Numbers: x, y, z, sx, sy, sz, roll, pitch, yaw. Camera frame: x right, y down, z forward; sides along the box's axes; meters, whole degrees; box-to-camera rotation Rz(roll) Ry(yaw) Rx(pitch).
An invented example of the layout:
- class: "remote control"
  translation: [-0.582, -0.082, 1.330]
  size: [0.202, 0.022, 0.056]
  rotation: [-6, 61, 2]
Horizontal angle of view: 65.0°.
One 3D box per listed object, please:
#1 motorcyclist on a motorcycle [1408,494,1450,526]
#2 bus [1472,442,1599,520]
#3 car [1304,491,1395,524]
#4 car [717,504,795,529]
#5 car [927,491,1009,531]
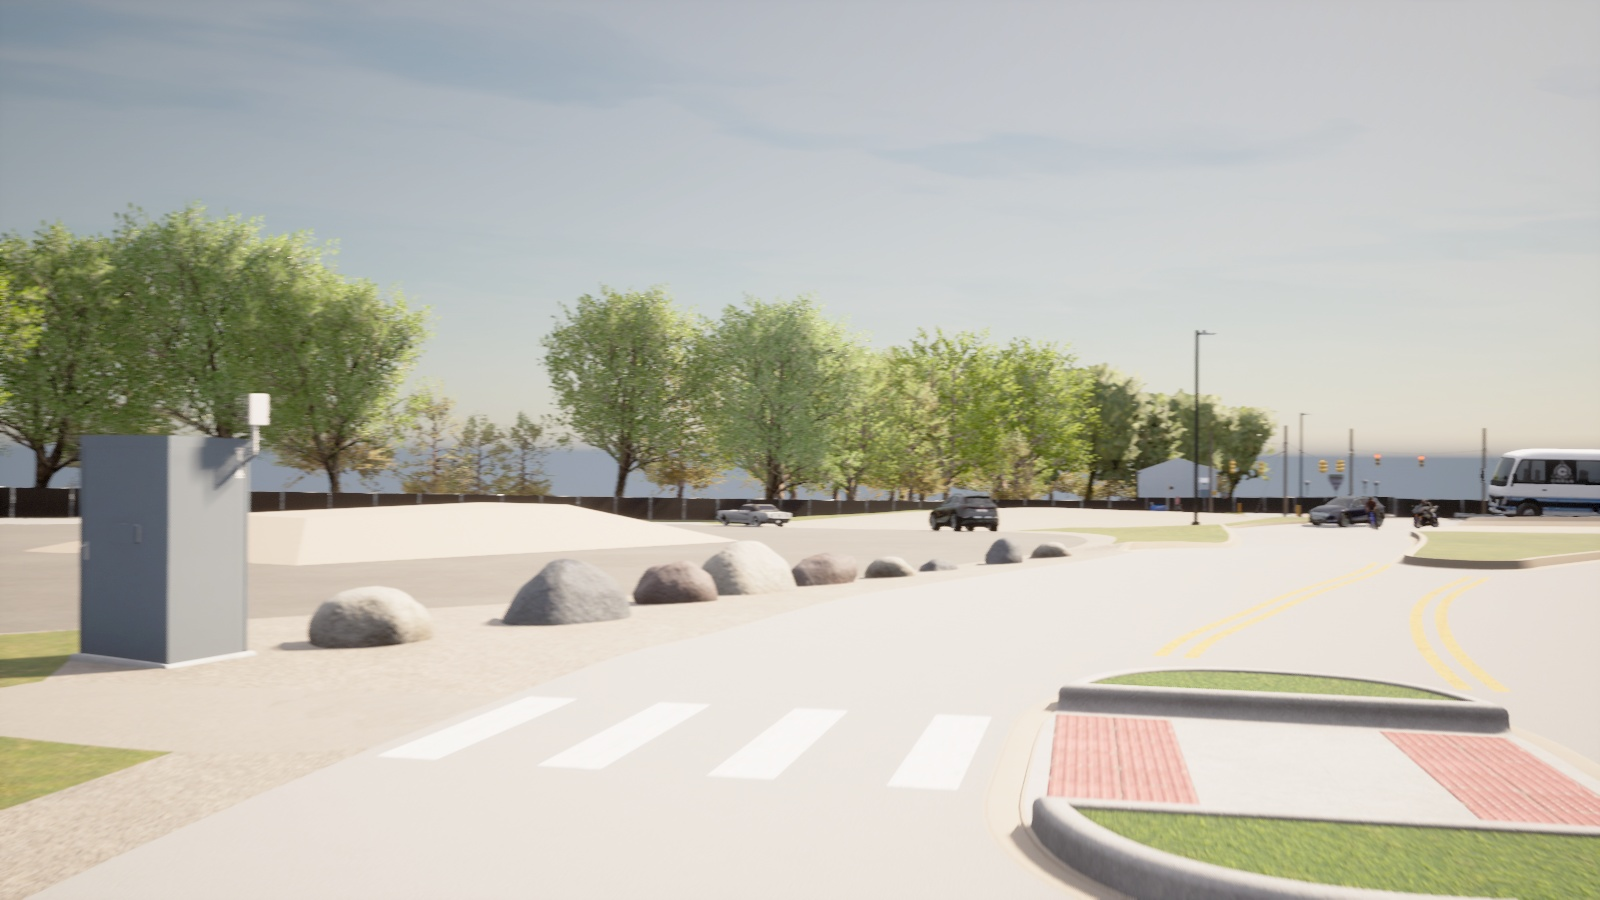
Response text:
- class: "motorcyclist on a motorcycle"
  translation: [31.999, 3.050, 63.872]
  size: [2.191, 1.530, 0.866]
  rotation: [1, -5, -33]
- class: "bus"
  translation: [44.714, 1.742, 71.900]
  size: [10.273, 4.253, 3.944]
  rotation: [1, 2, 14]
- class: "car"
  translation: [29.794, 3.086, 68.026]
  size: [4.856, 1.649, 2.033]
  rotation: [0, 0, -31]
- class: "car"
  translation: [-2.549, 3.784, 72.260]
  size: [1.895, 1.301, 4.718]
  rotation: [2, -2, -42]
- class: "car"
  translation: [7.235, 2.669, 54.663]
  size: [2.033, 1.649, 4.856]
  rotation: [1, -3, -12]
